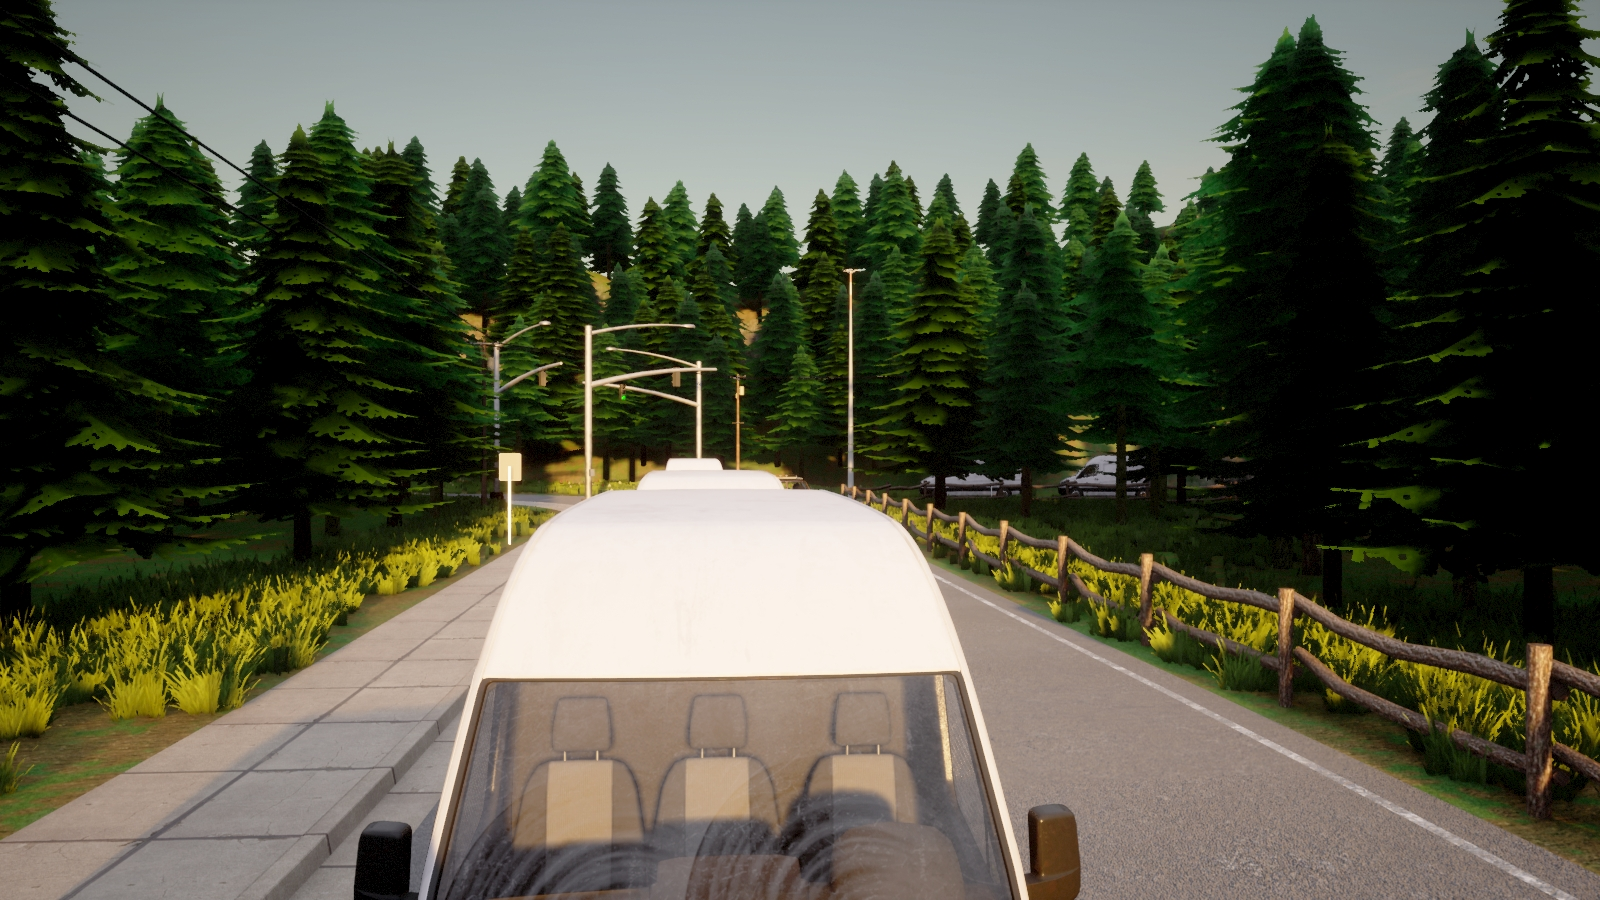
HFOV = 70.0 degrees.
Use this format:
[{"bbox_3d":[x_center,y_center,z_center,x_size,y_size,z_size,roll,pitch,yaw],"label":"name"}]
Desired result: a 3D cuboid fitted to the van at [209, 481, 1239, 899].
[{"bbox_3d":[-0.349,1.499,5.158,1.988,2.561,5.915,0,0,-5],"label":"van"}]
